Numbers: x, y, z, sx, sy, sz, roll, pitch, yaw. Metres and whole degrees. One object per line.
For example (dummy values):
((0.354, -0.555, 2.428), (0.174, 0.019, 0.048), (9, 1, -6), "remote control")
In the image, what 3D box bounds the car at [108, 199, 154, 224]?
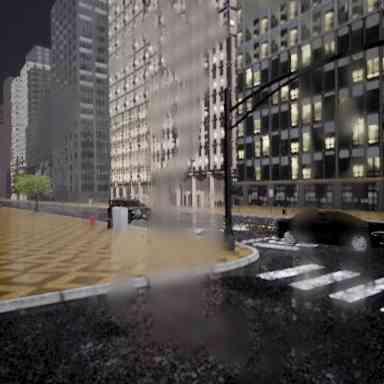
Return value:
((-5.533, 1.652, 29.489), (2.150, 2.045, 5.566), (-1, 0, -37), "car")

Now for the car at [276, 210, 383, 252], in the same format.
((5.928, 1.530, 14.087), (1.882, 1.535, 5.008), (-1, -2, -37), "car")
